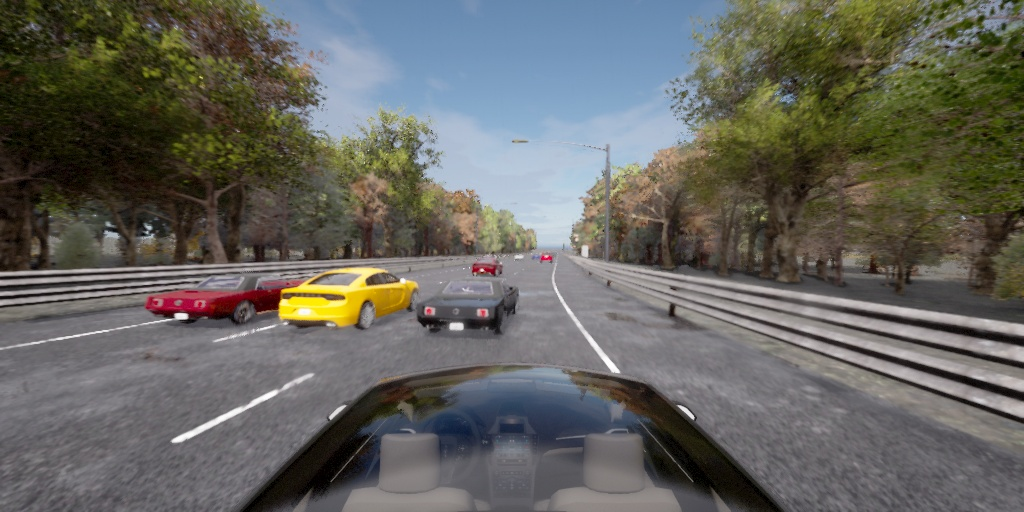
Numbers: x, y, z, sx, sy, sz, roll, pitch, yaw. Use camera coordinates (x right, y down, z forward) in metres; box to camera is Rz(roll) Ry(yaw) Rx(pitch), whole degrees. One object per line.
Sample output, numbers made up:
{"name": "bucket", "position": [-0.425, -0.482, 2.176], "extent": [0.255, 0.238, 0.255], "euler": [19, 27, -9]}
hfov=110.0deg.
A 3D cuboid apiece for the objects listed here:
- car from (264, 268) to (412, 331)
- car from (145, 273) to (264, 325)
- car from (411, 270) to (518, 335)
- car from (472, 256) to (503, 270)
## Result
{"name": "car", "position": [-4.400, 1.096, 10.612], "extent": [1.882, 1.535, 5.008], "euler": [1, 1, 7]}
{"name": "car", "position": [-7.873, 1.180, 11.056], "extent": [1.895, 1.301, 4.718], "euler": [1, 1, 7]}
{"name": "car", "position": [-0.934, 1.251, 10.157], "extent": [1.895, 1.301, 4.718], "euler": [1, 1, 7]}
{"name": "car", "position": [-1.949, 0.898, 29.523], "extent": [1.882, 1.535, 5.008], "euler": [1, 1, 7]}
